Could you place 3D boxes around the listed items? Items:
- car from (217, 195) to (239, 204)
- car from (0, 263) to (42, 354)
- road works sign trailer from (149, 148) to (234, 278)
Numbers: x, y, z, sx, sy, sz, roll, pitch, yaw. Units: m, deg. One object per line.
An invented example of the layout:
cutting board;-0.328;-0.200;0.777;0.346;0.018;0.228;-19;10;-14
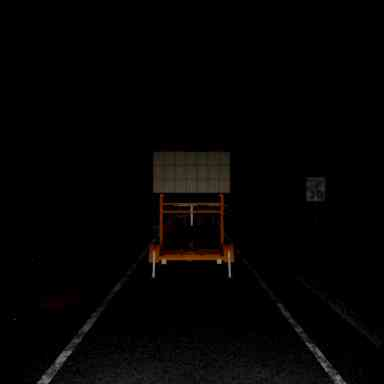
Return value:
car;6.365;1.339;58.320;1.882;1.535;5.008;-1;0;42
car;-3.494;1.548;3.374;2.033;1.411;5.357;0;0;0
road works sign trailer;-0.011;0.467;10.114;2.380;3.560;2.880;0;0;0
